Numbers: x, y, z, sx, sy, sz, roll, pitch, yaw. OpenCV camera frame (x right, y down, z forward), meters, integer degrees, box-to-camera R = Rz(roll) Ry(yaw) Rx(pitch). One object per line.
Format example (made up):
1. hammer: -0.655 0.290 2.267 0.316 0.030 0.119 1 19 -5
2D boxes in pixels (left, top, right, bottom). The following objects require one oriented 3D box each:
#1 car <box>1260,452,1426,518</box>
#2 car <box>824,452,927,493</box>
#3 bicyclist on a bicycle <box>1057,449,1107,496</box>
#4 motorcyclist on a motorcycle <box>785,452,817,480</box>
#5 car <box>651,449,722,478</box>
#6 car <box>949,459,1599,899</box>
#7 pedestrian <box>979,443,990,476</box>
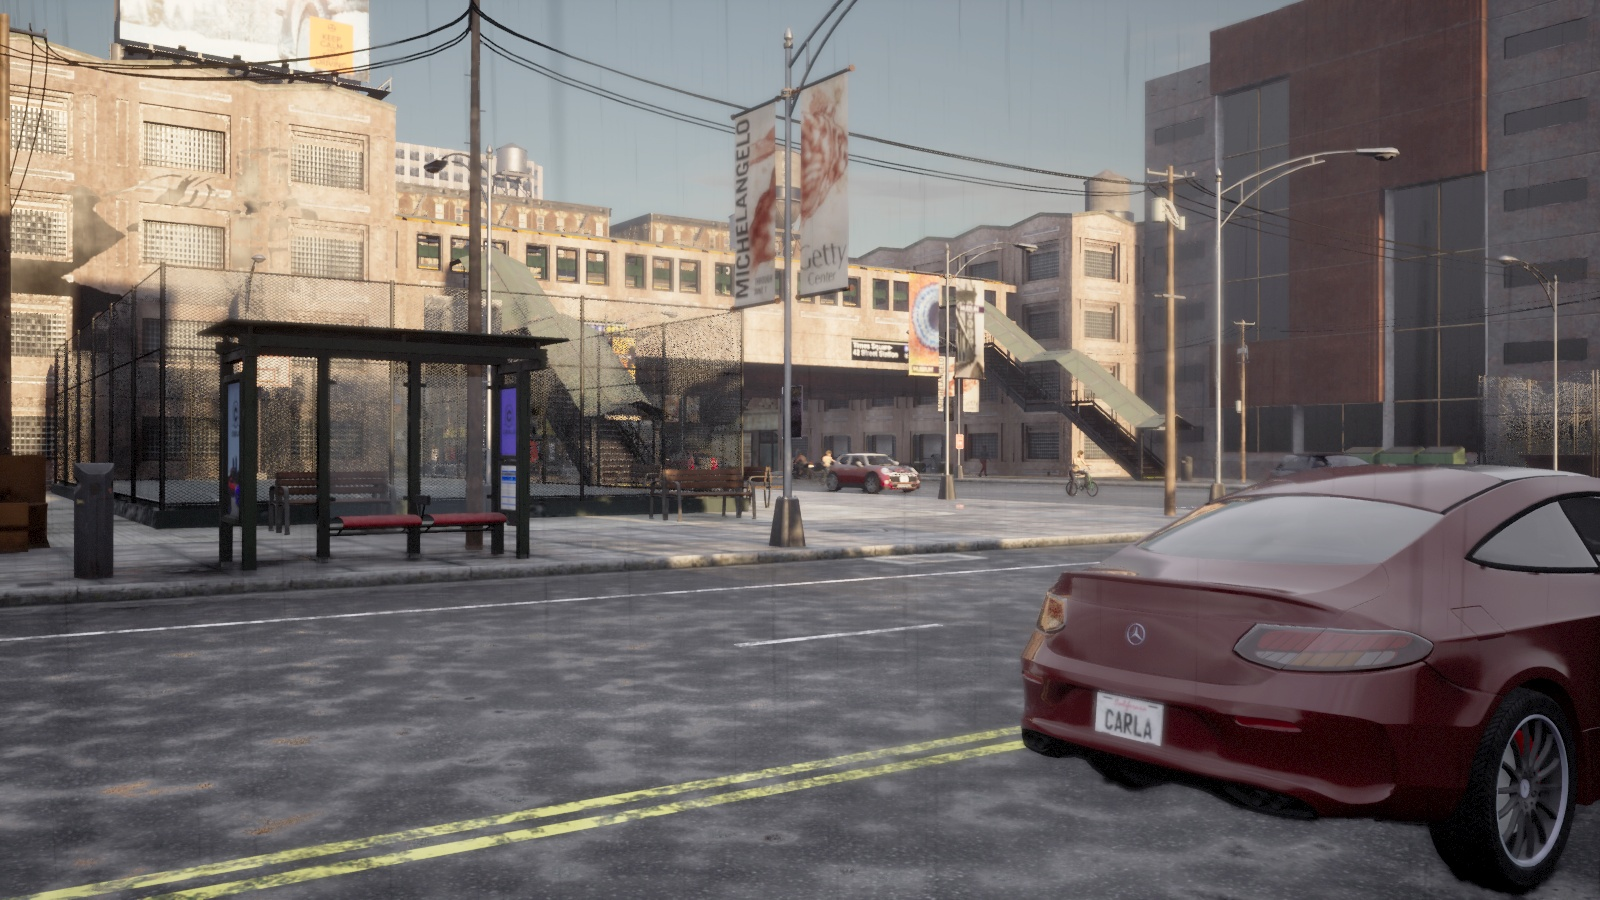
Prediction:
1. car: 13.044 0.805 30.395 1.845 1.501 3.633 0 0 -15
2. car: 2.819 0.821 47.666 1.970 1.475 3.806 0 0 -34
3. bicyclist on a bicycle: 9.808 0.767 43.643 0.866 1.612 1.509 0 0 -35
4. motorcyclist on a motorcycle: 0.048 0.899 70.361 0.797 1.523 2.044 0 0 -34
5. car: -6.737 0.785 74.205 2.242 1.667 4.611 0 0 -34
6. car: 3.046 0.778 5.767 4.674 1.442 1.812 0 0 -35
7. pedestrian: 10.391 0.553 70.813 0.353 1.847 0.614 0 0 -26
